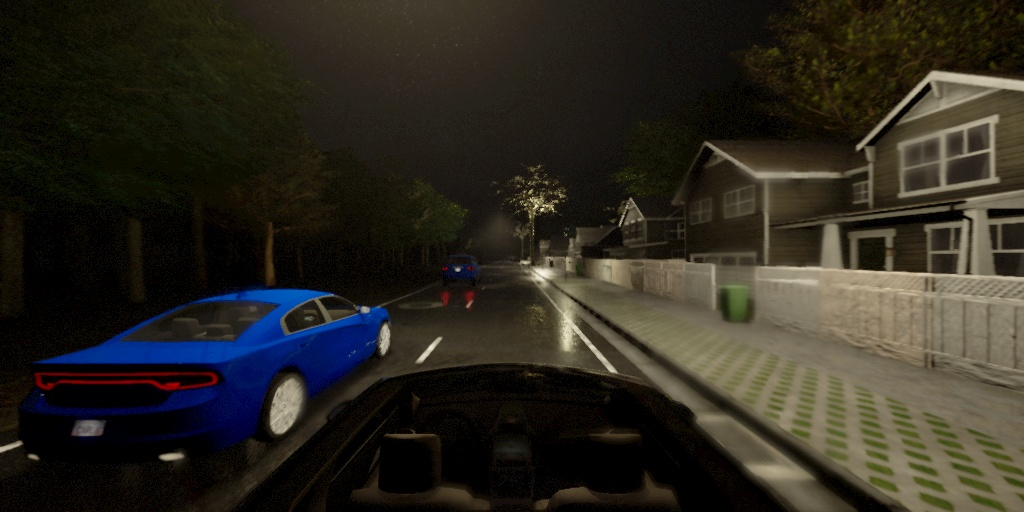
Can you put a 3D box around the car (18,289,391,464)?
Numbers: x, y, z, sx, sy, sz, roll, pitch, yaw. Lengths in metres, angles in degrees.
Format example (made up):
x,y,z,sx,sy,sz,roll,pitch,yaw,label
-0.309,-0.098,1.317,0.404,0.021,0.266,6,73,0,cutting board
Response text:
x,y,z,sx,sy,sz,roll,pitch,yaw,label
-3.398,1.226,5.352,1.882,1.535,5.008,0,0,0,car

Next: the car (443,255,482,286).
x,y,z,sx,sy,sz,roll,pitch,yaw,label
-3.394,0.954,25.111,2.150,2.045,5.566,0,0,0,car
